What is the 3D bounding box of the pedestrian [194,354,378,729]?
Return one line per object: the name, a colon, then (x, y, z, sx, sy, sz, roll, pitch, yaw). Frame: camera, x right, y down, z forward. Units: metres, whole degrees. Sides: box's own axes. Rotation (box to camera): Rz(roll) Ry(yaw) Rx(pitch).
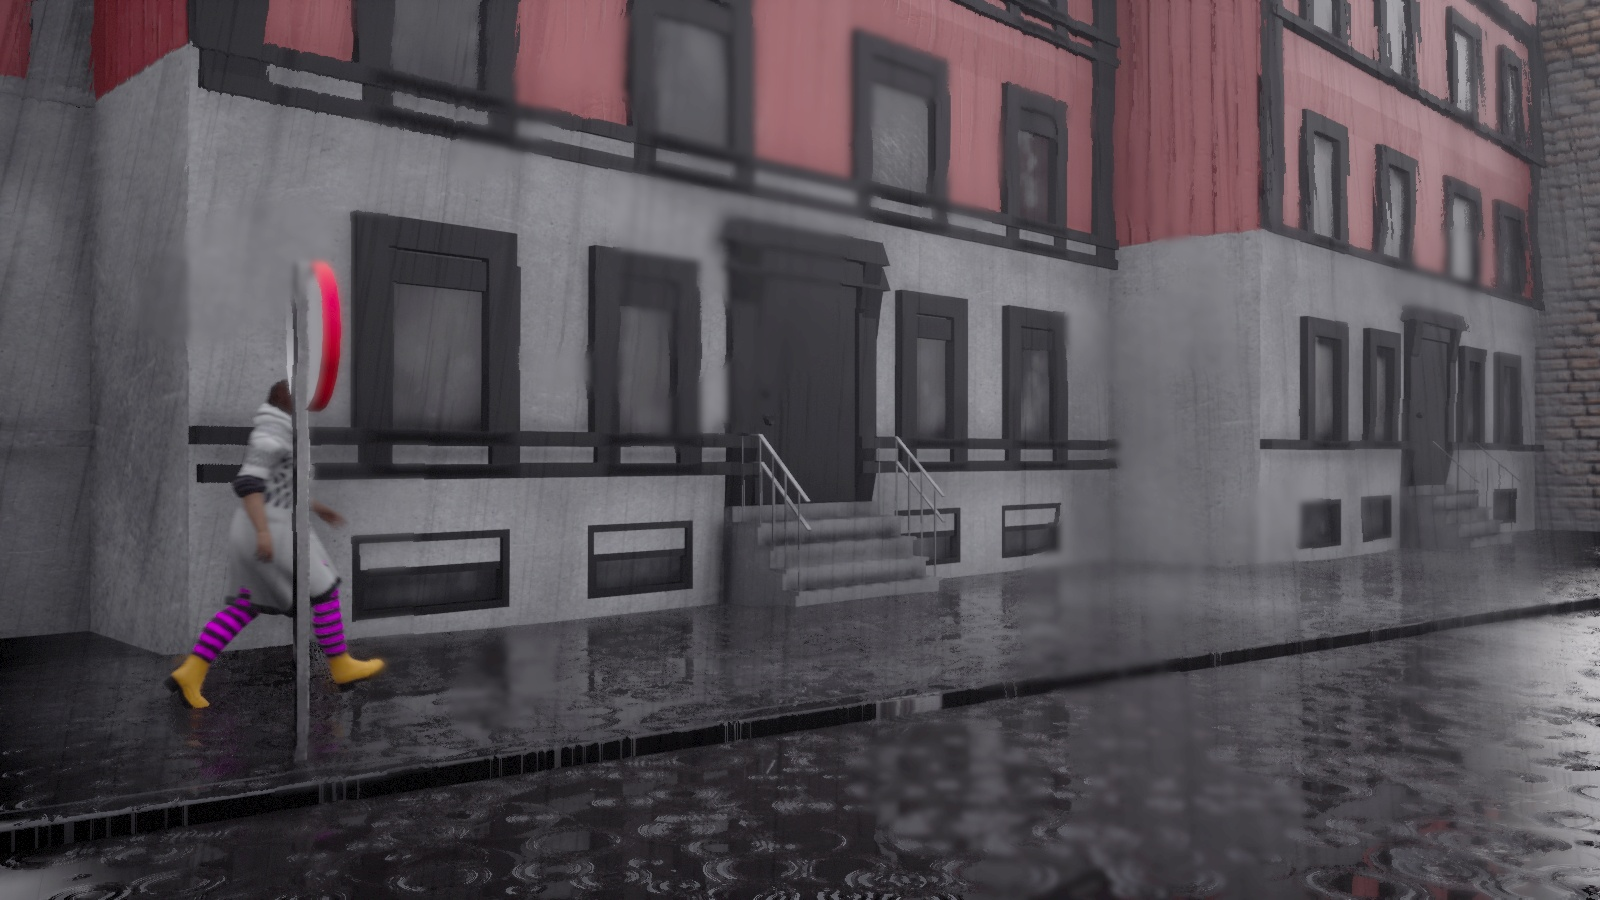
pedestrian: (-2.887, 0.478, 7.036, 0.873, 1.952, 0.659, 0, 0, -30)
